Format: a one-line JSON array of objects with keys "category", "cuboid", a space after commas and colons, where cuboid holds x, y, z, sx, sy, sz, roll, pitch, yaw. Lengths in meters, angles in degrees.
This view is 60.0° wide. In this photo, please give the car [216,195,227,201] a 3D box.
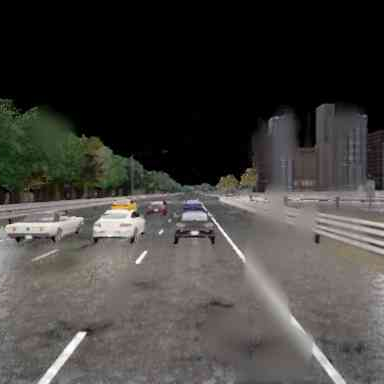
[{"category": "car", "cuboid": [7.595, 1.424, 83.913, 2.033, 1.411, 5.357, 0, 0, -10]}]

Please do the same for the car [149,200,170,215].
[{"category": "car", "cuboid": [-3.393, 1.534, 33.780, 1.812, 1.442, 4.674, 0, 0, 0]}]

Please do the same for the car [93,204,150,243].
[{"category": "car", "cuboid": [-3.396, 1.537, 16.062, 1.812, 1.442, 4.674, 0, 0, 0]}]

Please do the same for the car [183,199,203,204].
[{"category": "car", "cuboid": [0.107, 1.486, 34.139, 1.882, 1.535, 5.008, 0, 0, 0]}]

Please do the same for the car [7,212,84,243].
[{"category": "car", "cuboid": [-6.898, 1.612, 16.283, 1.895, 1.301, 4.718, 0, 0, 0]}]

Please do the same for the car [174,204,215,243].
[{"category": "car", "cuboid": [0.118, 1.537, 16.152, 1.812, 1.442, 4.674, 0, 0, 0]}]

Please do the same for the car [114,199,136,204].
[{"category": "car", "cuboid": [-6.894, 1.486, 34.111, 1.882, 1.535, 5.008, 0, 0, 0]}]
